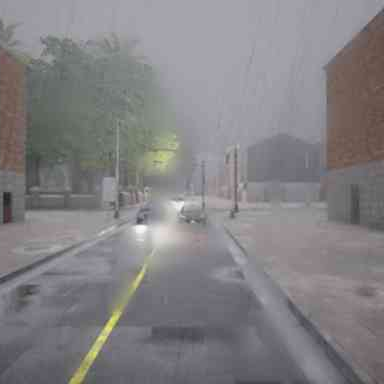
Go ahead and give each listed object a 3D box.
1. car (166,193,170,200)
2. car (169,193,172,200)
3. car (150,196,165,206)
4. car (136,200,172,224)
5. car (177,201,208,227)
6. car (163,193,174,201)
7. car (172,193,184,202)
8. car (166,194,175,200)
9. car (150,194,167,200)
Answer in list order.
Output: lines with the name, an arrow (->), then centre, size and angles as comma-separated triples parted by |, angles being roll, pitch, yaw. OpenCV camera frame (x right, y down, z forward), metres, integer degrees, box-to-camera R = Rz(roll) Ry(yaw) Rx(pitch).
car -> -5.410, 1.366, 58.046 | 2.008, 1.369, 4.403 | 1, 0, 0
car -> -5.441, 1.371, 63.496 | 1.947, 1.339, 4.313 | 1, 0, 0
car -> -5.431, 1.352, 52.884 | 1.752, 1.417, 4.829 | 1, 0, 0
car -> -2.707, 1.477, 23.510 | 1.994, 1.385, 4.181 | 0, 0, 0
car -> 0.077, 1.520, 22.271 | 1.895, 1.301, 4.718 | 0, 0, 1
car -> -5.531, 1.104, 79.846 | 2.192, 1.841, 5.009 | 1, 0, 0
car -> -2.861, 1.392, 70.593 | 1.895, 1.301, 4.718 | 0, 0, 0
car -> -5.566, 1.228, 85.297 | 1.967, 1.590, 4.097 | 1, 0, 0
car -> -5.396, 1.382, 50.910 | 2.008, 1.369, 4.403 | 1, 0, 0
